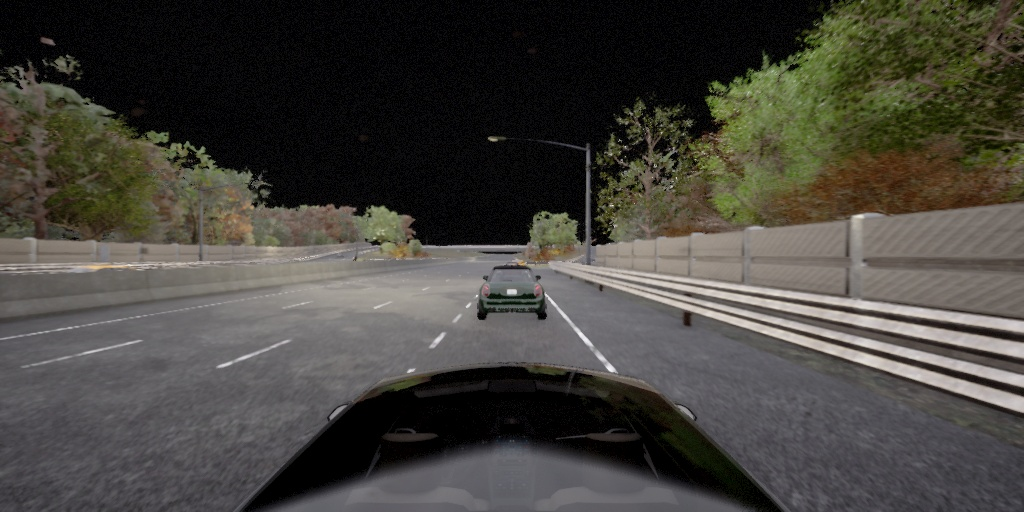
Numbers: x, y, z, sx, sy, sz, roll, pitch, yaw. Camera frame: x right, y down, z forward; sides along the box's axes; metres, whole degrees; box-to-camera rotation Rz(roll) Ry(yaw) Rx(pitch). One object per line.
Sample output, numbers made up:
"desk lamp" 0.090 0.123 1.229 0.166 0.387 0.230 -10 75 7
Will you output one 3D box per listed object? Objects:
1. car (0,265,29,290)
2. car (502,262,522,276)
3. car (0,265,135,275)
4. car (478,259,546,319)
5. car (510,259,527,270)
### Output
"car" -31.597 1.297 20.038 2.033 1.411 5.357 0 0 0
"car" 0.002 1.324 37.555 1.994 1.385 4.181 0 0 0
"car" -21.099 1.226 18.020 1.882 1.535 5.008 0 0 0
"car" -0.002 1.100 12.864 2.097 1.767 4.553 0 0 0
"car" 1.024 1.251 53.542 1.882 1.535 5.008 0 0 8
